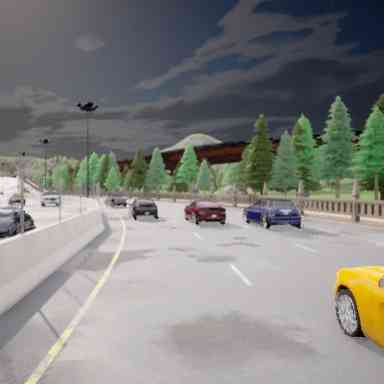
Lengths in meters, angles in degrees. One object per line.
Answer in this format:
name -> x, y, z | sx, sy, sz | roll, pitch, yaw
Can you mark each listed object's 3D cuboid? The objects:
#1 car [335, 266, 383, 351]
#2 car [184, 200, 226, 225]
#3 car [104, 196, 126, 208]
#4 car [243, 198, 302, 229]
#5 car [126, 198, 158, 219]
car -> 3.336, 1.444, 3.479 | 1.882, 1.535, 5.008 | 0, 1, -2
car -> 0.754, 1.273, 22.189 | 1.882, 1.535, 5.008 | 0, 1, -13
car -> -9.627, 1.162, 41.865 | 2.033, 1.411, 5.357 | 0, 0, -27
car -> 4.722, 1.165, 20.237 | 2.097, 1.767, 4.553 | 0, 1, -11
car -> -3.887, 1.263, 26.233 | 1.837, 1.490, 4.892 | 0, 0, -16
